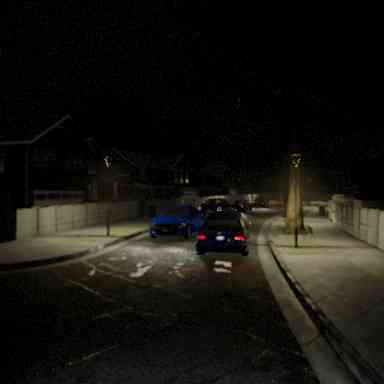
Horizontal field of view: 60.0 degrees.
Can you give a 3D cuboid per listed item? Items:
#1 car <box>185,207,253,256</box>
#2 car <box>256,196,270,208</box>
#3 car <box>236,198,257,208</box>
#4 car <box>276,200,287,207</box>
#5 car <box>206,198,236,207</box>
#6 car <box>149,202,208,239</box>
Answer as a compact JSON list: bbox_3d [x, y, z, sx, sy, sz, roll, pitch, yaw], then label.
[{"bbox_3d":[1.324,1.528,13.138,2.033,1.411,5.357,0,0,10],"label":"car"},{"bbox_3d":[9.455,1.398,45.643,1.837,1.490,4.892,0,0,22],"label":"car"},{"bbox_3d":[5.263,1.528,35.961,1.895,1.301,4.718,0,0,23],"label":"car"},{"bbox_3d":[13.192,1.486,47.161,1.895,1.301,4.718,0,0,24],"label":"car"},{"bbox_3d":[1.903,1.303,26.901,2.097,1.767,4.553,0,0,18],"label":"car"},{"bbox_3d":[-0.672,1.448,17.285,1.882,1.535,5.008,0,0,12],"label":"car"}]
